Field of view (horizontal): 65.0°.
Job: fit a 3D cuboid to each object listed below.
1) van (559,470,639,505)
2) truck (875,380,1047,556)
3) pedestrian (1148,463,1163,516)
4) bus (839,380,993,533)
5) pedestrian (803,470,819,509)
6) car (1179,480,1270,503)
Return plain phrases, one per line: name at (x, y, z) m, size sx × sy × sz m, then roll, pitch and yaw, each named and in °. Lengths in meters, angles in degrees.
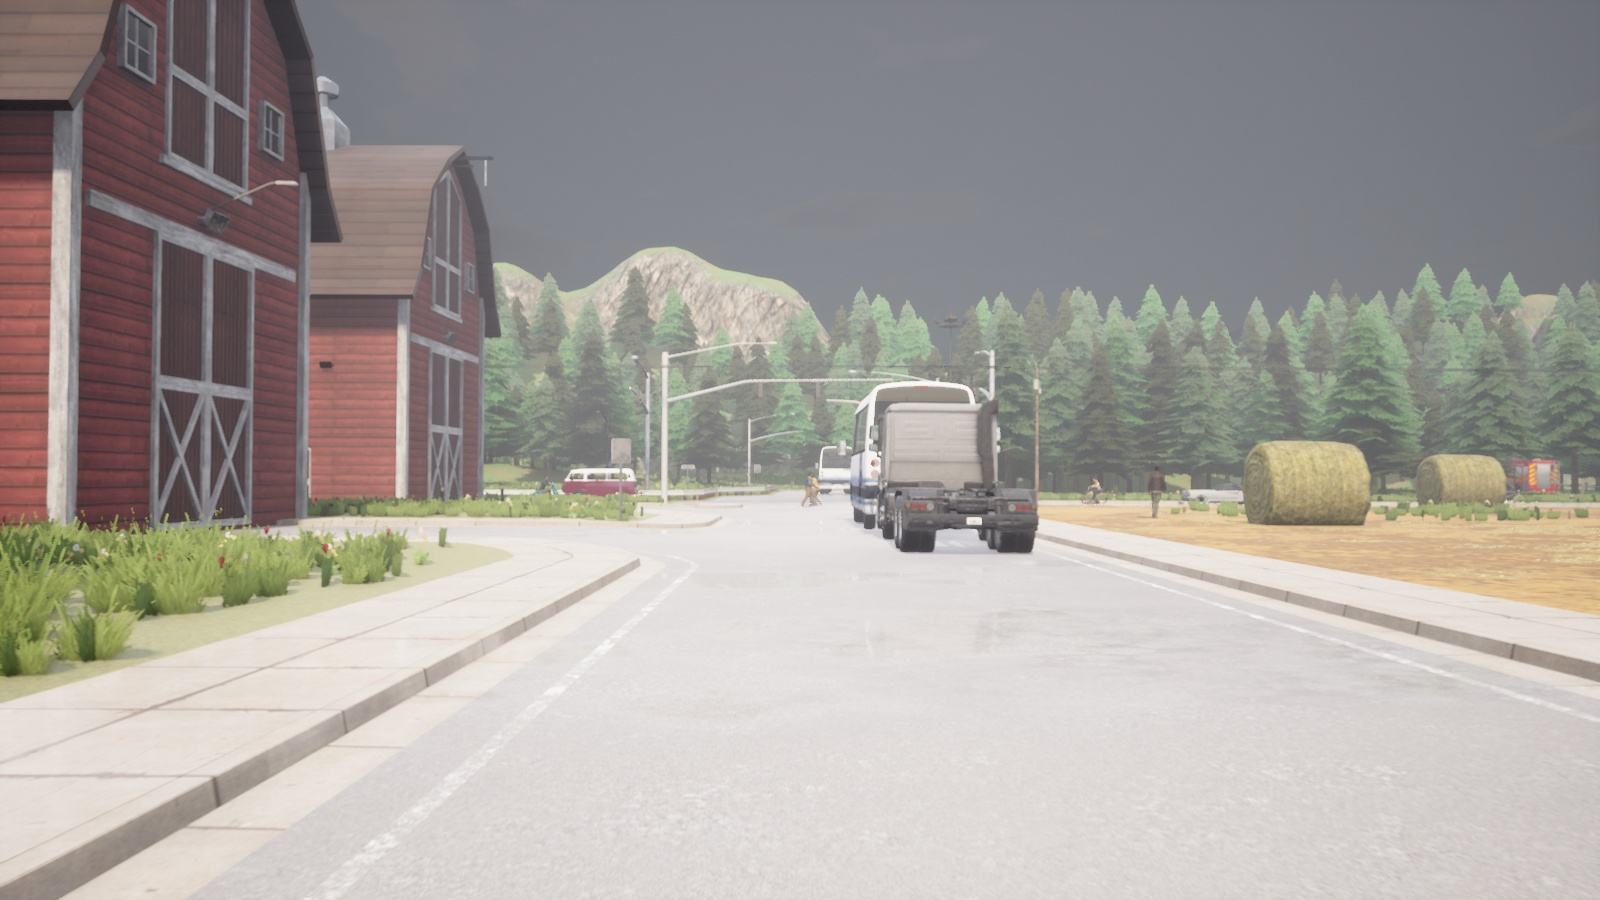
van at (-11.908, 2.225, 74.715) m, size 4.480 × 2.038 × 2.069 m, roll 0°, pitch -1°, yaw -2°
truck at (3.429, 0.429, 28.788) m, size 2.891 × 3.462 × 7.936 m, roll 0°, pitch -1°, yaw 0°
pedestrian at (12.444, 1.364, 43.932) m, size 0.431 × 1.840 × 0.703 m, roll -1°, pitch -1°, yaw 21°
bus at (3.395, 0.296, 40.256) m, size 3.944 × 4.253 × 10.273 m, roll 0°, pitch -1°, yaw 0°
pedestrian at (0.539, 1.991, 63.744) m, size 0.788 × 1.949 × 0.423 m, roll 0°, pitch -1°, yaw -3°
car at (24.996, 2.441, 74.126) m, size 4.718 × 1.301 × 1.895 m, roll 0°, pitch -1°, yaw 1°
